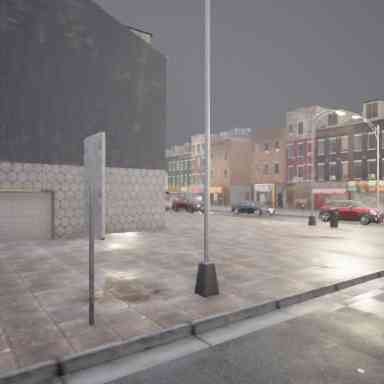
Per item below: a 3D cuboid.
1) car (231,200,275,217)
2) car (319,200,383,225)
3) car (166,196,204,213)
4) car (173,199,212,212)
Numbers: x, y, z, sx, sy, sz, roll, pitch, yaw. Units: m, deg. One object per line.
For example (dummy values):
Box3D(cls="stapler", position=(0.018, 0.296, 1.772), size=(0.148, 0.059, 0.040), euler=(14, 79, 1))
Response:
Box3D(cls="car", position=(5.932, 1.571, 32.782), size=(2.128, 1.511, 4.902), euler=(0, 0, -35))
Box3D(cls="car", position=(11.833, 1.397, 24.552), size=(2.097, 1.767, 4.553), euler=(0, 0, -36))
Box3D(cls="car", position=(-0.363, 1.412, 37.244), size=(2.192, 1.841, 5.009), euler=(0, 0, -35))
Box3D(cls="car", position=(-0.032, 1.665, 41.176), size=(2.033, 1.411, 5.357), euler=(0, 0, -35))
